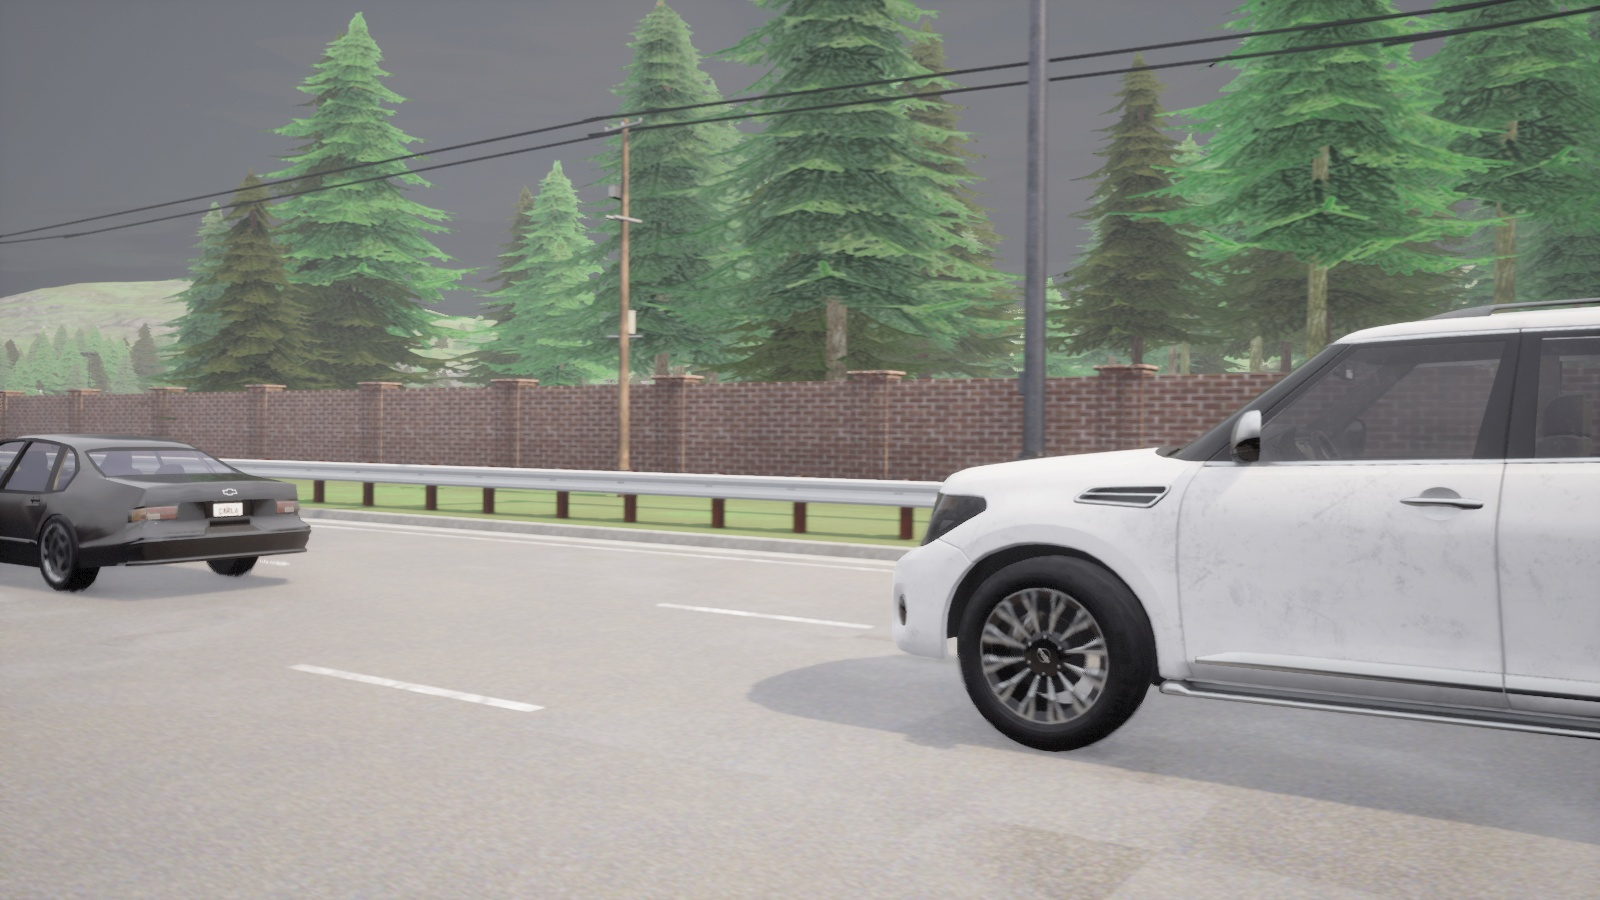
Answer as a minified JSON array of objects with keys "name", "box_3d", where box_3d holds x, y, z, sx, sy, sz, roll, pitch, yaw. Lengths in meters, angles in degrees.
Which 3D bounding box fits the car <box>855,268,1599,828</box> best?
[{"name":"car","box_3d":[3.198,0.343,5.695,5.566,2.045,2.150,0,1,34]}]

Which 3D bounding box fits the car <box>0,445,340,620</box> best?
[{"name":"car","box_3d":[-7.186,0.670,12.594,5.357,1.411,2.033,0,1,34]}]
